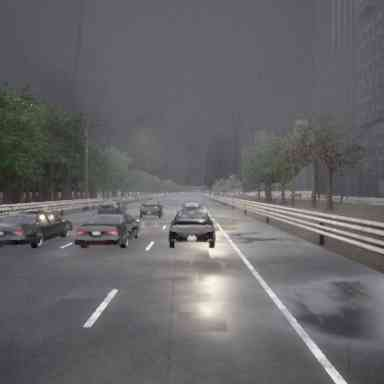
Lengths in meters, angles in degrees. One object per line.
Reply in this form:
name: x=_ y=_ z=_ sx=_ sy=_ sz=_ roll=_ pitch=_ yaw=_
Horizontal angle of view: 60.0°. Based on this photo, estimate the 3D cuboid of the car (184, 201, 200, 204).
car: x=0.001 y=1.521 z=29.650 sx=1.812 sy=1.442 sz=4.674 roll=0 pitch=0 yaw=0

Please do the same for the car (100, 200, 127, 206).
car: x=-6.999 y=1.504 z=29.650 sx=1.837 sy=1.490 sz=4.892 roll=0 pitch=0 yaw=0

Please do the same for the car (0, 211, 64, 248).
car: x=-6.999 y=1.559 z=14.650 sx=2.033 sy=1.411 sz=5.357 roll=0 pitch=0 yaw=0

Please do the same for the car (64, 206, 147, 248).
car: x=-3.499 y=1.559 z=14.650 sx=2.033 sy=1.411 sz=5.357 roll=0 pitch=0 yaw=0

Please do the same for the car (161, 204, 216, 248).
car: x=0.001 y=1.491 z=14.650 sx=2.128 sy=1.511 sz=4.902 roll=0 pitch=0 yaw=0

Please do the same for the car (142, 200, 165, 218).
car: x=-3.499 y=1.483 z=29.650 sx=2.128 sy=1.511 sz=4.902 roll=0 pitch=0 yaw=0
